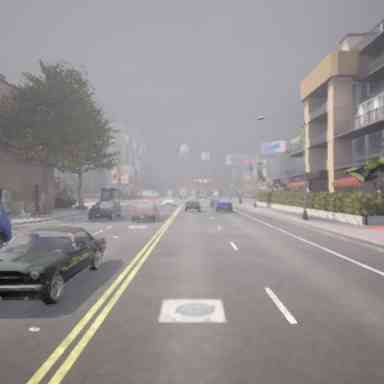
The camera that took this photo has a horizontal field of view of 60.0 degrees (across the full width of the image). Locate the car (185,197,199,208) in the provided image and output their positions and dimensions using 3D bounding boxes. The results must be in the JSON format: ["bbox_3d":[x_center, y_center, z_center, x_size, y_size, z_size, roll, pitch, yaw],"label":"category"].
[{"bbox_3d":[-0.002,1.495,49.019,1.882,1.535,5.008,0,0,0],"label":"car"}]

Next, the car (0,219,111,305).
[{"bbox_3d":[-3.600,1.604,8.226,1.895,1.301,4.718,0,0,0],"label":"car"}]

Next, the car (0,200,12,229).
[{"bbox_3d":[-7.101,1.224,8.939,2.150,2.045,5.566,0,0,0],"label":"car"}]

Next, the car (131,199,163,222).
[{"bbox_3d":[-3.598,1.535,26.214,1.812,1.442,4.674,0,0,0],"label":"car"}]

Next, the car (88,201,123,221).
[{"bbox_3d":[-7.100,1.488,27.672,1.882,1.535,5.008,0,0,0],"label":"car"}]

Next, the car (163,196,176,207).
[{"bbox_3d":[-3.551,1.544,51.649,1.812,1.442,4.674,0,0,0],"label":"car"}]

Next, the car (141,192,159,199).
[{"bbox_3d":[-7.038,1.370,53.427,2.097,1.767,4.553,0,0,1],"label":"car"}]

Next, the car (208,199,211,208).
[{"bbox_3d":[3.498,1.523,49.177,1.837,1.490,4.892,0,0,0],"label":"car"}]

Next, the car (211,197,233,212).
[{"bbox_3d":[3.589,1.492,38.404,1.882,1.535,5.008,0,0,0],"label":"car"}]

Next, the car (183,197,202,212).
[{"bbox_3d":[0.090,1.518,38.774,1.837,1.490,4.892,0,0,0],"label":"car"}]
